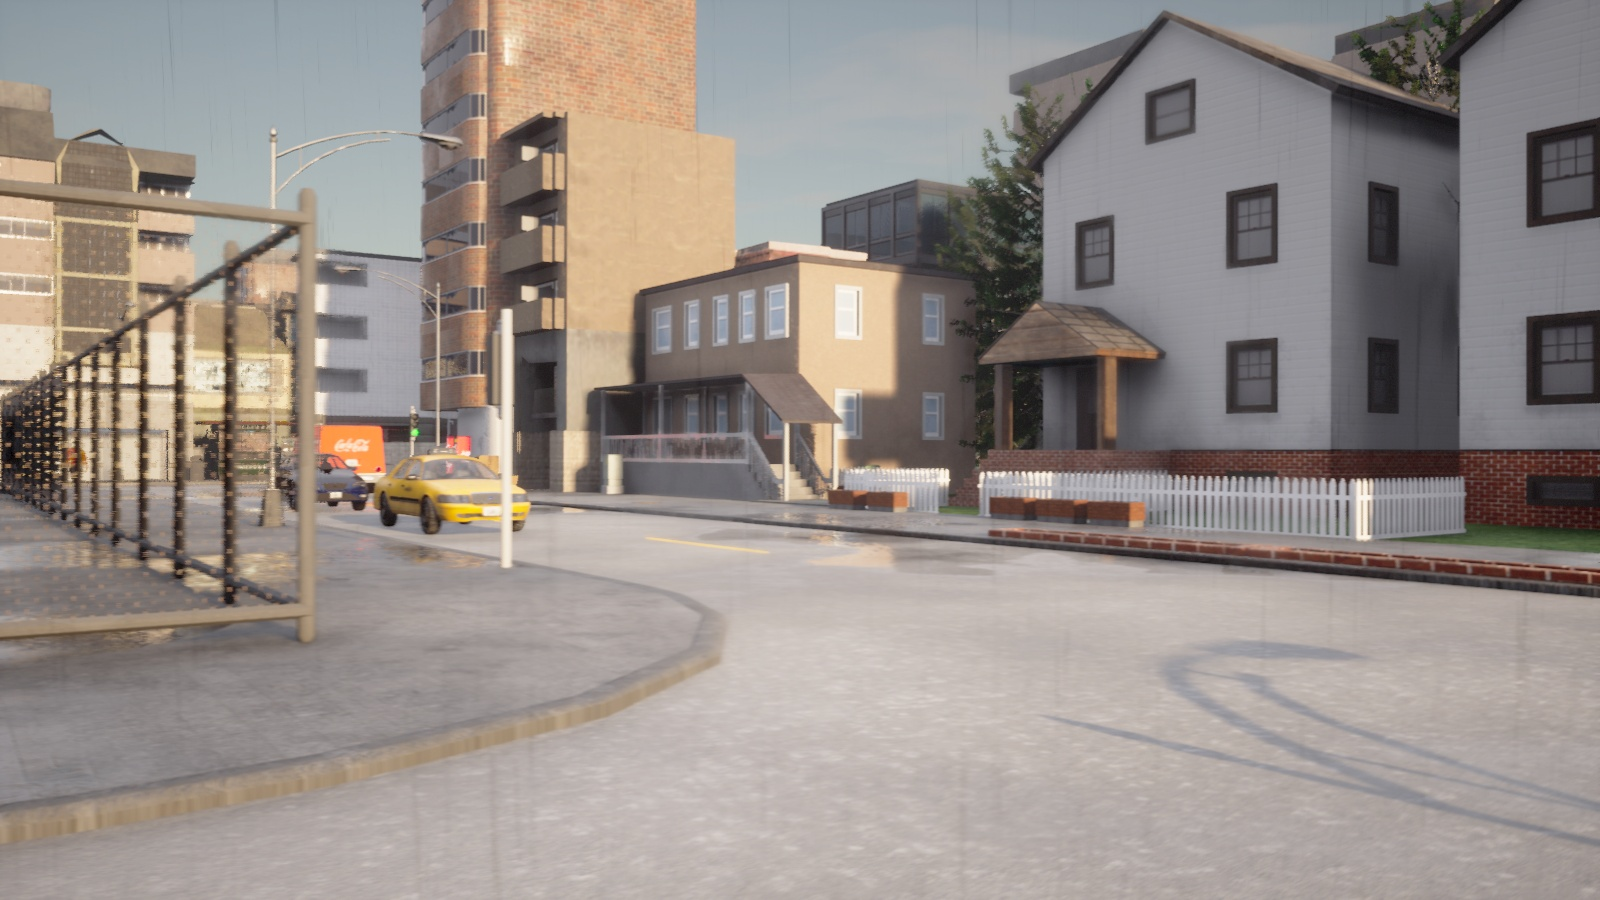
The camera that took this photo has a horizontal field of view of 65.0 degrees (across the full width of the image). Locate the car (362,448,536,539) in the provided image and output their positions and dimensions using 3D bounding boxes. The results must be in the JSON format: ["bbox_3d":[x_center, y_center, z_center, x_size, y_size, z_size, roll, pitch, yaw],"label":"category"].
[{"bbox_3d":[-6.976,0.760,24.545,1.801,1.575,5.366,0,0,-32],"label":"car"}]

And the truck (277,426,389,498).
[{"bbox_3d":[-17.199,0.409,46.108,2.627,2.467,5.204,0,0,-35],"label":"truck"}]

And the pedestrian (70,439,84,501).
[{"bbox_3d":[-21.603,0.592,37.537,0.331,1.846,0.636,0,0,-26],"label":"pedestrian"}]

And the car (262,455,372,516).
[{"bbox_3d":[-12.553,0.865,32.494,1.816,1.474,4.193,0,0,-33],"label":"car"}]
